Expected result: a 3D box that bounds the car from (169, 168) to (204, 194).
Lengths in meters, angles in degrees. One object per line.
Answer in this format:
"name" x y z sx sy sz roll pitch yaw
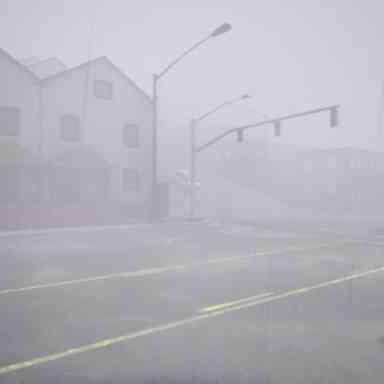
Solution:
"car" -0.664 -1.342 41.272 2.150 2.045 5.566 0 20 -37
